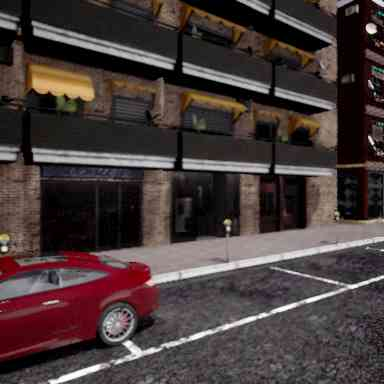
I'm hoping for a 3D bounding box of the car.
[{"bbox_3d":[-2.471,1.579,4.797,4.206,1.307,1.802,0,0,-35],"label":"car"}]
